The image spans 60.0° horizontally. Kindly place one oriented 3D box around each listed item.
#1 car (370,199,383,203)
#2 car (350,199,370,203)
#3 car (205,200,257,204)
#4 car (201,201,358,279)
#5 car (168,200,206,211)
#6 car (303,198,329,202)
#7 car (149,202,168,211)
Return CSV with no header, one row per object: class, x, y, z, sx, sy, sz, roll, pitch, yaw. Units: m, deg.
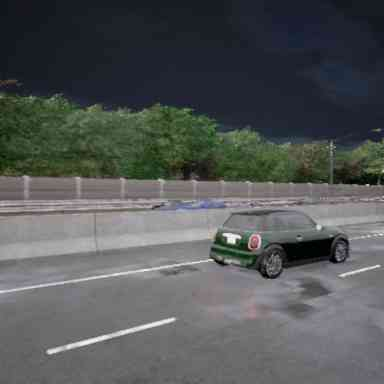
car,22.370,1.407,36.932,4.902,1.511,2.128,0,0,-35
car,20.273,1.498,39.733,4.718,1.301,1.895,0,0,-35
car,3.727,1.405,23.789,4.902,1.511,2.128,0,0,-35
car,2.788,1.317,10.140,4.553,1.767,2.097,0,0,-35
car,0.917,1.374,26.087,5.008,1.535,1.882,0,0,-35
car,14.478,1.427,39.952,5.357,1.411,2.033,0,0,-35
car,-1.627,1.443,28.574,4.181,1.385,1.994,0,0,-35
